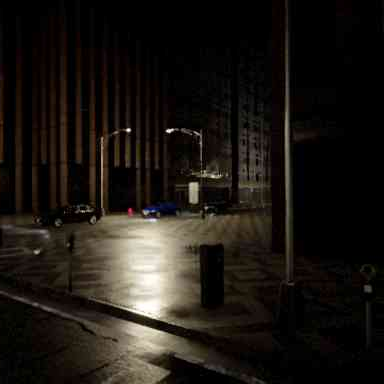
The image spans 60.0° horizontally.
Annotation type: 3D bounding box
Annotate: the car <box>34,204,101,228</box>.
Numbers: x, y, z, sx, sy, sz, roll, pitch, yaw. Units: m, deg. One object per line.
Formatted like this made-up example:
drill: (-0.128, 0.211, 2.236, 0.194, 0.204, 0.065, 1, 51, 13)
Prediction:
car: (-8.864, 1.674, 24.085, 1.837, 1.490, 4.892, -1, 0, 35)

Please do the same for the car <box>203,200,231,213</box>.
car: (3.055, 1.736, 40.976, 2.128, 1.511, 4.902, -1, -1, 35)

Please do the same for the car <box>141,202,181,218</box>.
car: (-2.945, 1.733, 32.488, 1.812, 1.442, 4.674, -1, -1, 36)
